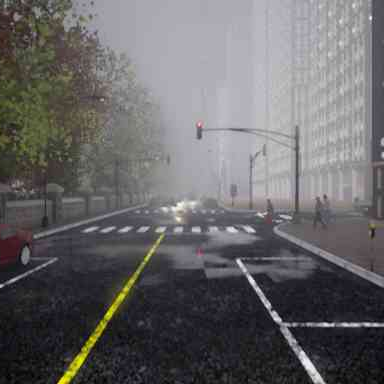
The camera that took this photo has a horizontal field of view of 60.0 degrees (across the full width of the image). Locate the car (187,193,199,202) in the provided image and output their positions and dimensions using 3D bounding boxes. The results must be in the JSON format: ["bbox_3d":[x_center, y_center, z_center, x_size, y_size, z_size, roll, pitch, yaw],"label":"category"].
[{"bbox_3d":[-0.017,1.419,73.462,2.033,1.411,5.357,0,0,0],"label":"car"}]

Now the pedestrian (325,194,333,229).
[{"bbox_3d":[7.531,1.025,18.550,0.375,1.860,0.375,0,0,0],"label":"pedestrian"}]

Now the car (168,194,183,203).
[{"bbox_3d":[-3.061,1.390,62.776,2.128,1.511,4.902,0,0,1],"label":"car"}]

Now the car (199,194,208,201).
[{"bbox_3d":[2.673,1.324,80.388,1.967,1.590,4.097,0,0,0],"label":"car"}]

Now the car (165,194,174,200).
[{"bbox_3d":[-5.708,1.322,86.017,1.967,1.590,4.097,0,0,0],"label":"car"}]

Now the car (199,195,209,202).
[{"bbox_3d":[2.675,1.433,74.756,1.887,1.381,4.507,0,0,0],"label":"car"}]

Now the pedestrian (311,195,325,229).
[{"bbox_3d":[6.796,1.089,17.950,0.375,1.860,0.375,0,0,0],"label":"pedestrian"}]

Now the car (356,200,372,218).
[{"bbox_3d":[14.668,1.226,24.004,4.313,1.339,1.947,-1,1,0],"label":"car"}]

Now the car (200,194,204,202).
[{"bbox_3d":[2.679,1.476,52.226,1.947,1.339,4.313,0,0,0],"label":"car"}]

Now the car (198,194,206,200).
[{"bbox_3d":[2.672,1.322,86.019,1.967,1.590,4.097,0,0,0],"label":"car"}]

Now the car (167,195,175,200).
[{"bbox_3d":[-5.710,1.424,91.650,1.887,1.381,4.507,0,0,0],"label":"car"}]

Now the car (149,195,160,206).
[{"bbox_3d":[-5.701,1.492,52.224,1.802,1.307,4.206,0,0,0],"label":"car"}]

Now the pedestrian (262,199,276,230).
[{"bbox_3d":[4.428,1.254,19.149,0.375,1.860,0.375,0,0,0],"label":"pedestrian"}]

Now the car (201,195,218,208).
[{"bbox_3d":[2.681,1.484,46.593,1.947,1.339,4.313,0,0,0],"label":"car"}]

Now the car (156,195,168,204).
[{"bbox_3d":[-5.703,1.338,63.489,1.967,1.590,4.097,0,0,0],"label":"car"}]

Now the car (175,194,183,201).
[{"bbox_3d":[-3.018,1.294,77.654,1.812,1.442,4.674,0,0,0],"label":"car"}]

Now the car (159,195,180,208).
[{"bbox_3d":[-3.098,1.482,46.585,1.994,1.385,4.181,0,0,0],"label":"car"}]

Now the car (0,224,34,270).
[{"bbox_3d":[-5.819,1.526,8.673,1.887,1.381,4.507,0,0,0],"label":"car"}]

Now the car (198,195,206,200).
[{"bbox_3d":[2.670,1.430,91.652,2.008,1.369,4.403,0,0,0],"label":"car"}]

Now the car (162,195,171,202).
[{"bbox_3d":[-5.705,1.413,74.584,1.752,1.417,4.829,0,0,0],"label":"car"}]

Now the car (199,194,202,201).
[{"bbox_3d":[2.678,1.470,57.858,1.947,1.339,4.313,0,0,0],"label":"car"}]
